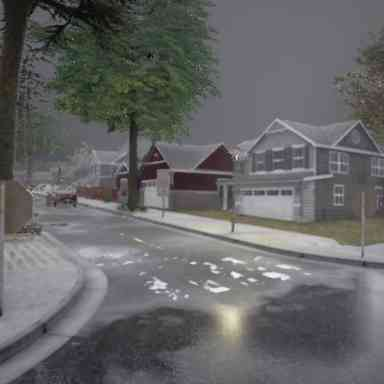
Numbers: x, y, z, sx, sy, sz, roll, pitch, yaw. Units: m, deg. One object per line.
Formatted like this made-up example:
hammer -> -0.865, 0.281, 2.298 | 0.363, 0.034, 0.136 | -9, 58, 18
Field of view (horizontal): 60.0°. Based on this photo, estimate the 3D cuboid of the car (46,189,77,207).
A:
car -> -11.996, 0.476, 30.426 | 1.882, 1.535, 5.008 | 1, 1, -34
